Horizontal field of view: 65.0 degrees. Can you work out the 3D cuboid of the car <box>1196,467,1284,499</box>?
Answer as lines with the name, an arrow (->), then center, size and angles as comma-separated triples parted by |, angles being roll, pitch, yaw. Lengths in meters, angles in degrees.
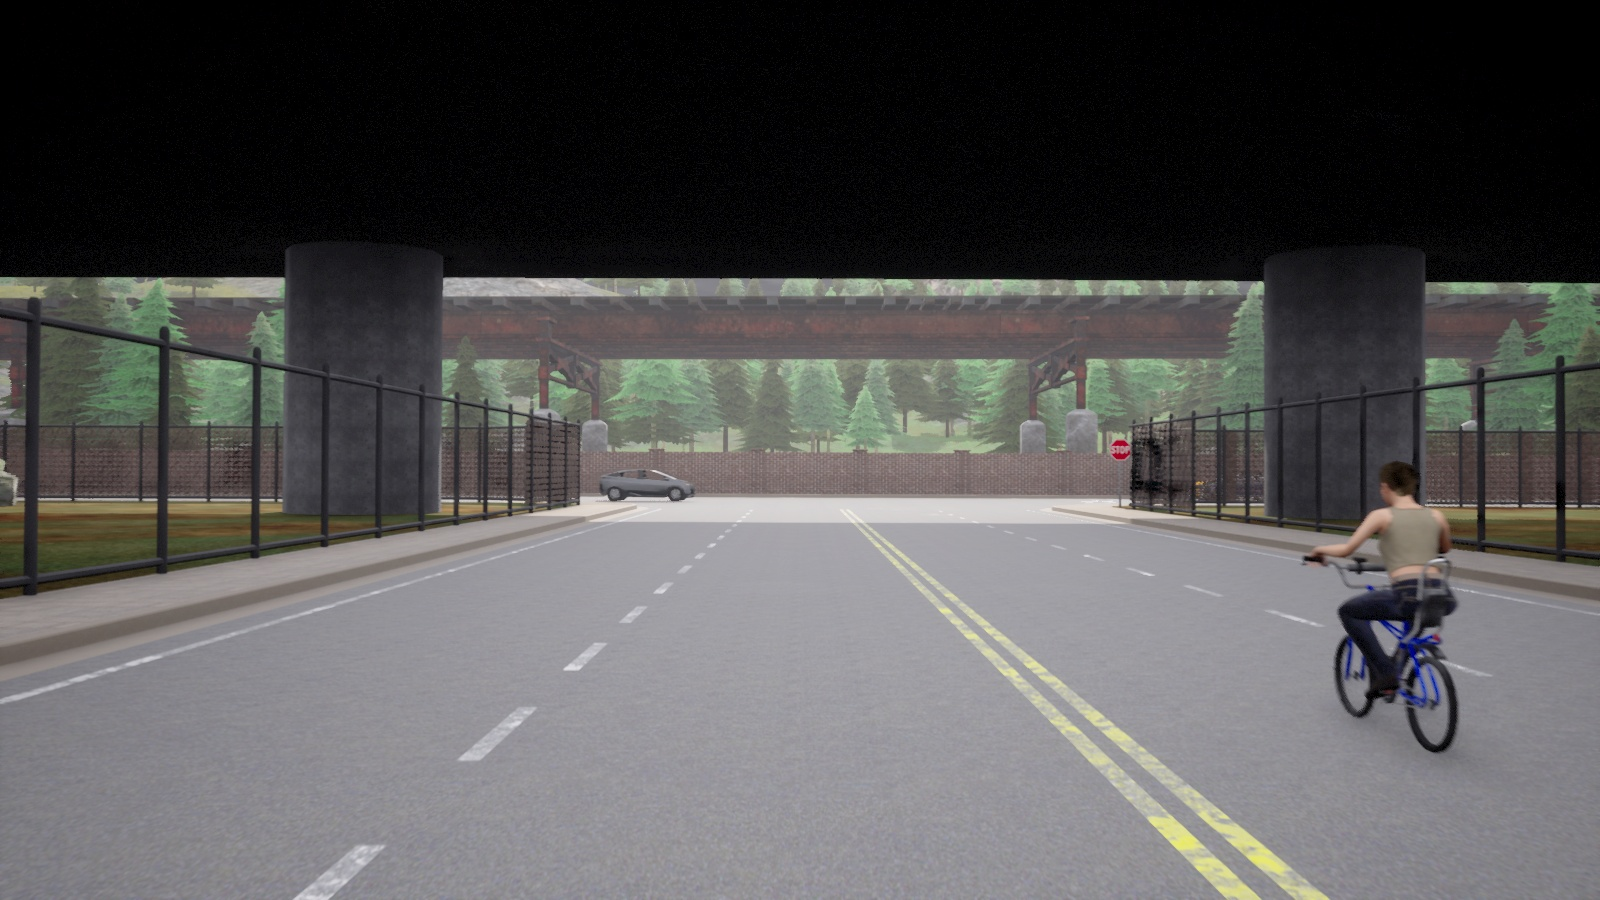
car -> 21.696, 1.637, 61.961 | 3.705, 1.549, 1.789 | 0, -1, 1

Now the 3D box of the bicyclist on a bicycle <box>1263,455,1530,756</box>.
bicyclist on a bicycle -> 3.490, 0.848, 7.520 | 0.866, 1.612, 1.509 | 0, -1, 0

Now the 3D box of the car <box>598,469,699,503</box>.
car -> -7.072, 1.674, 58.884 | 4.514, 1.525, 2.007 | 0, -1, 0
